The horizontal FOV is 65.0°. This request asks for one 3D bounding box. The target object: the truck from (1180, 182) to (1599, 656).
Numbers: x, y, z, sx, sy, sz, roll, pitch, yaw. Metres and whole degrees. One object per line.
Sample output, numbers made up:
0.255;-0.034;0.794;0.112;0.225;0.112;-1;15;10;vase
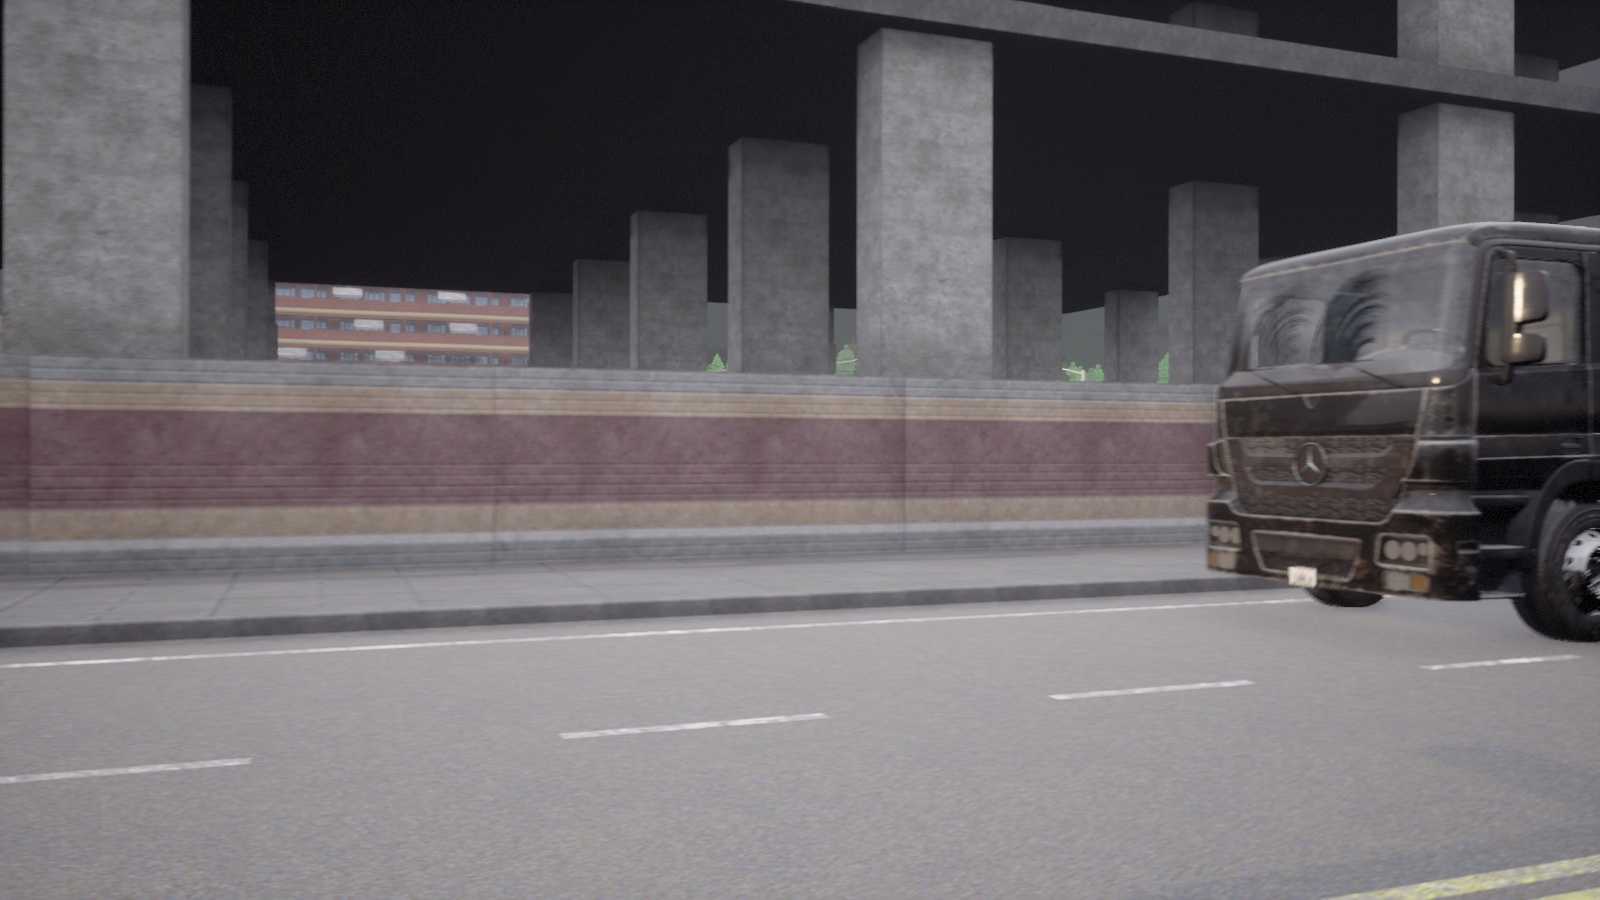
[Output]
7.814;-0.224;11.939;7.936;3.462;2.891;0;0;-21;truck
